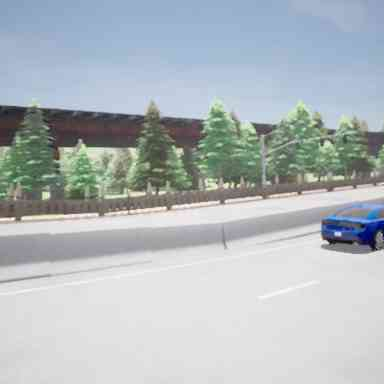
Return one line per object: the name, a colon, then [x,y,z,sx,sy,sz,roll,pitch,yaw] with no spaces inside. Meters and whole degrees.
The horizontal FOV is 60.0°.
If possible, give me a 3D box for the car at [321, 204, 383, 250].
car: [7.234,1.226,13.364,5.008,1.535,1.882,-4,2,-36]
